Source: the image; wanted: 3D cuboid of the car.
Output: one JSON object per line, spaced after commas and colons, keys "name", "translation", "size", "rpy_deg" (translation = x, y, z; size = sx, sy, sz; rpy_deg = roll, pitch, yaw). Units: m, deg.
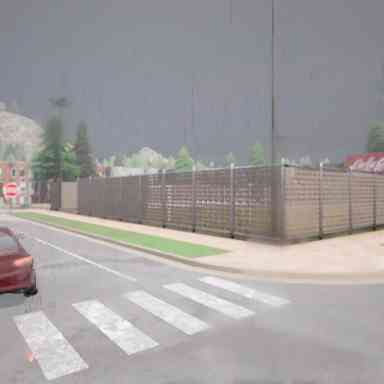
{"name": "car", "translation": [-4.915, 1.515, 7.772], "size": [1.812, 1.442, 4.674], "rpy_deg": [-3, 1, -35]}
